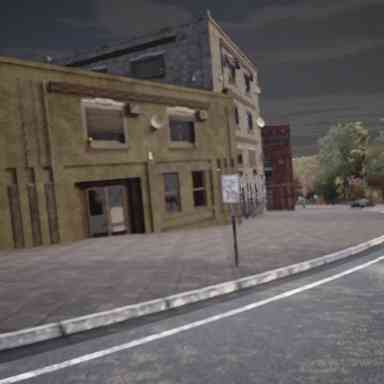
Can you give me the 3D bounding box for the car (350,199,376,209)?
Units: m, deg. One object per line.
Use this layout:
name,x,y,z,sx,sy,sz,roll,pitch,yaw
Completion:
car,25.344,1.751,49.540,2.033,1.411,5.357,-5,-2,5
